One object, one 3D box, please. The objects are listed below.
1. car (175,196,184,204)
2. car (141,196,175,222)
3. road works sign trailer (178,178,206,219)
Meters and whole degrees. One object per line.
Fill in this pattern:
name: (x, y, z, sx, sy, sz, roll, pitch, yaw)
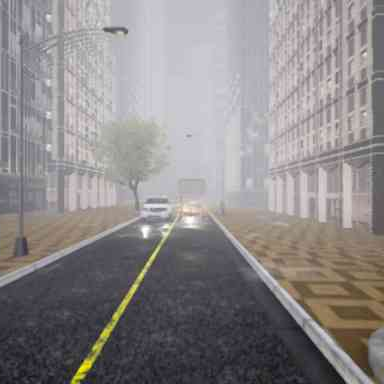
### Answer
car: (-2.755, 1.668, 69.439, 2.097, 1.767, 4.553, 0, 0, 0)
car: (-2.850, 1.333, 27.824, 2.150, 2.045, 5.566, 0, 0, 0)
road works sign trailer: (-0.002, 0.582, 29.392, 2.380, 3.560, 2.880, 0, 0, 0)
